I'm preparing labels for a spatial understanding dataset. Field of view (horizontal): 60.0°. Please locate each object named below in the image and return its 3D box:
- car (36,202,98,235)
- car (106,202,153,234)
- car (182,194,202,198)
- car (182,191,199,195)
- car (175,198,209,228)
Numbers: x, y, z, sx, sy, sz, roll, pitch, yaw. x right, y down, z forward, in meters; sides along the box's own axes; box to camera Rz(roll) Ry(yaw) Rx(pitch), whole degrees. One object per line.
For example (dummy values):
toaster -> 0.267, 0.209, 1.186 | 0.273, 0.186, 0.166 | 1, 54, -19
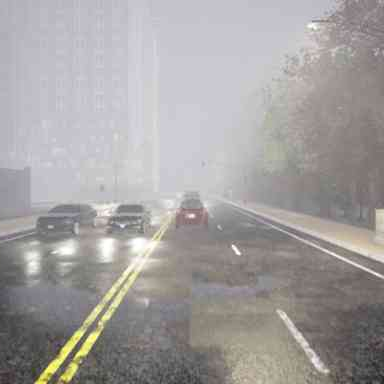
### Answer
car -> -6.510, 1.323, 17.835 | 1.882, 1.535, 5.008 | 0, 0, 0
car -> -3.258, 1.355, 18.008 | 1.837, 1.490, 4.892 | 0, 0, 0
car -> 0.061, 1.235, 29.706 | 1.837, 1.490, 4.892 | 0, 1, 0
car -> -0.008, 0.849, 40.145 | 2.150, 2.045, 5.566 | 0, 1, 0
car -> -0.008, 1.322, 20.576 | 2.163, 1.488, 4.792 | 0, 0, 0
